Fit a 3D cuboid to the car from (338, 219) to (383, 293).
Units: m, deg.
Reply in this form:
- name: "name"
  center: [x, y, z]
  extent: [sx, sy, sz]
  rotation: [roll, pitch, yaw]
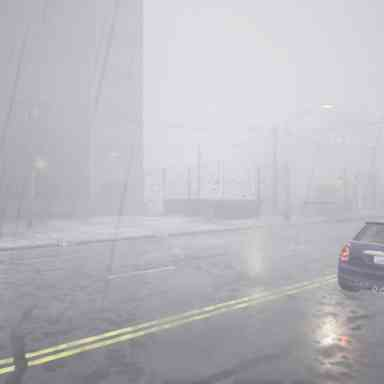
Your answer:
- name: "car"
  center: [5.425, 1.352, 7.678]
  extent: [4.553, 1.767, 2.097]
  rotation: [0, 0, -35]

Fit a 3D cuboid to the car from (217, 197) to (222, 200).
- name: "car"
  center: [4.575, 1.574, 60.769]
  extent: [4.718, 1.301, 1.895]
  rotation: [0, 0, -36]

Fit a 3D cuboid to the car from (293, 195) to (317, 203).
- name: "car"
  center: [22.214, 1.419, 65.285]
  extent: [4.674, 1.452, 2.002]
  rotation: [0, 0, -36]

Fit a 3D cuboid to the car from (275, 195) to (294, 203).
- name: "car"
  center: [19.301, 1.451, 69.281]
  extent: [3.806, 1.475, 1.970]
  rotation: [0, 0, -36]

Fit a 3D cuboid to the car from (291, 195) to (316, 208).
- name: "car"
  center: [15.334, 1.253, 46.213]
  extent: [4.553, 1.767, 2.185]
  rotation: [0, 0, -36]
